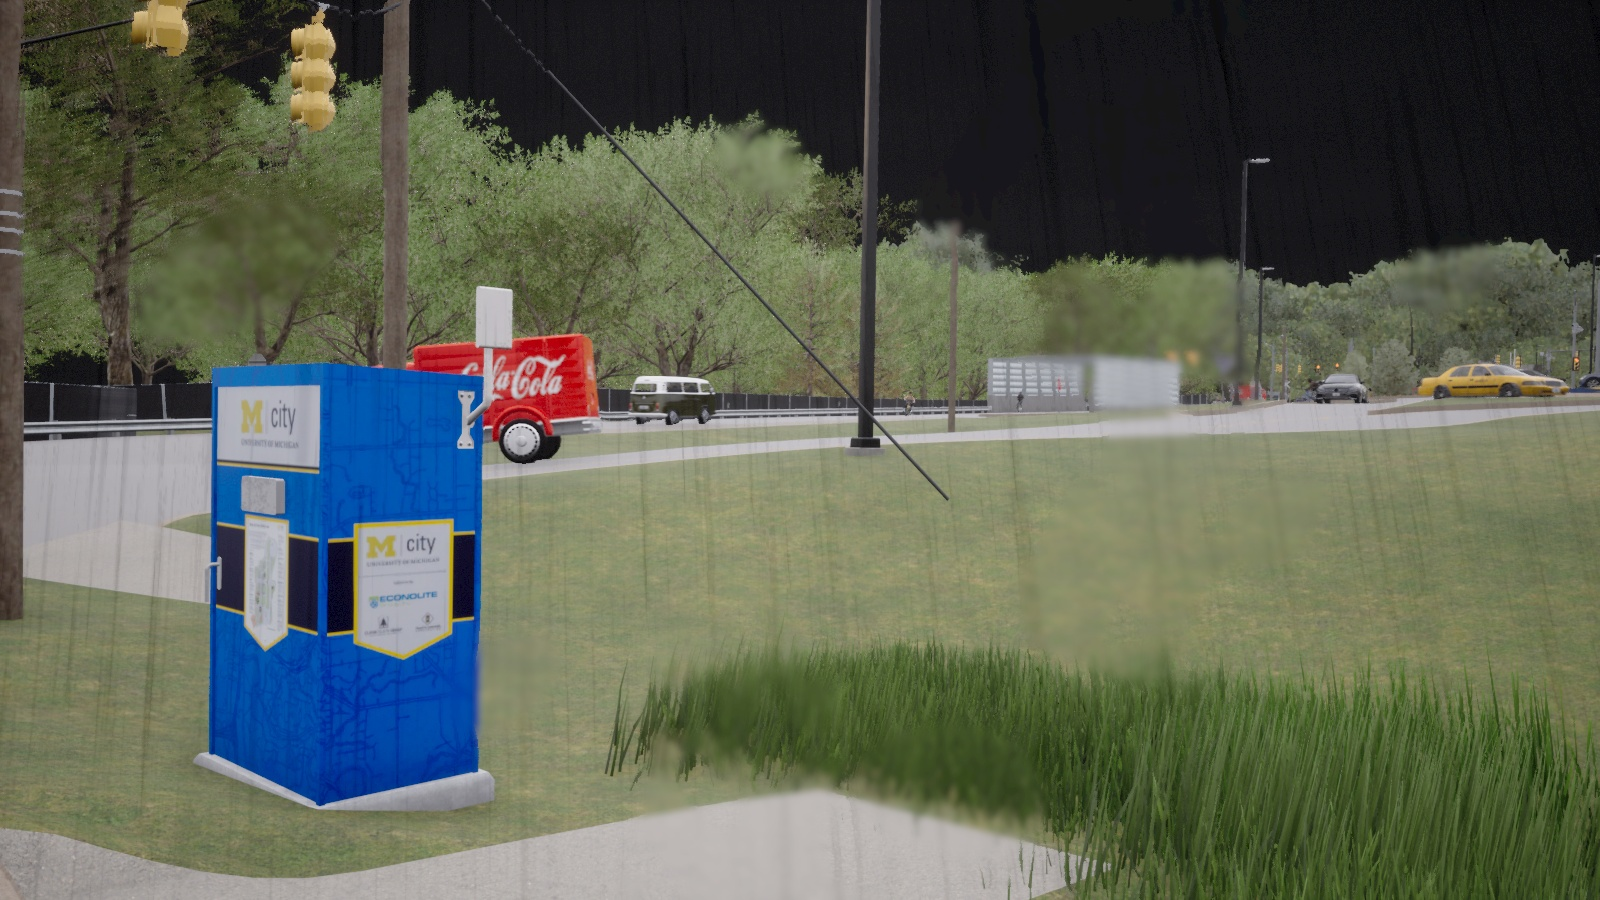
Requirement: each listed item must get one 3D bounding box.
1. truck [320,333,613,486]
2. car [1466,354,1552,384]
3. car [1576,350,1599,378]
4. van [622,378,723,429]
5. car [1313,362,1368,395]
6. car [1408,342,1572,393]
[{"bbox_3d":[-6.748,-0.828,26.068,5.204,2.467,2.627,-6,1,-3],"label":"truck"},{"bbox_3d":[43.801,-4.999,77.548,4.892,1.490,1.837,-4,3,-20],"label":"car"},{"bbox_3d":[44.950,-4.802,69.032,3.806,1.475,1.970,-2,1,34],"label":"car"},{"bbox_3d":[-5.357,-2.000,53.316,2.069,2.038,4.480,1,3,29],"label":"van"},{"bbox_3d":[25.151,-3.282,58.358,1.812,1.442,4.674,1,3,30],"label":"car"},{"bbox_3d":[24.610,-2.899,45.049,1.801,1.575,5.366,0,1,-18],"label":"car"}]
